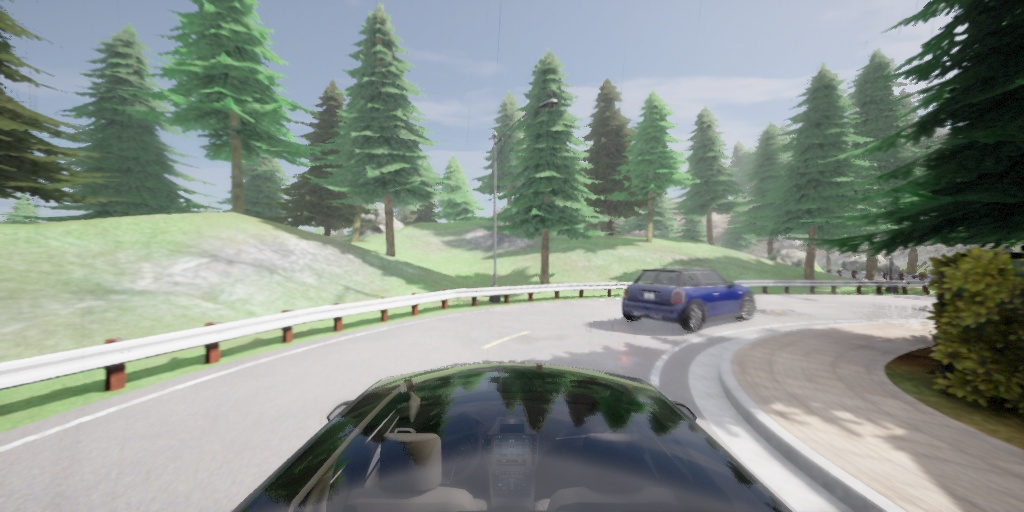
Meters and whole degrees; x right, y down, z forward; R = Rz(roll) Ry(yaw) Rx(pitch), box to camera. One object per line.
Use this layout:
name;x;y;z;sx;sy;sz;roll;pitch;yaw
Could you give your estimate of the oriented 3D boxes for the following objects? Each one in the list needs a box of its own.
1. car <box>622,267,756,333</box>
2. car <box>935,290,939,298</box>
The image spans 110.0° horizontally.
car;5.492;1.112;11.001;4.553;1.767;2.097;0;0;-35
car;18.478;1.278;12.980;4.902;1.511;2.128;0;0;0
